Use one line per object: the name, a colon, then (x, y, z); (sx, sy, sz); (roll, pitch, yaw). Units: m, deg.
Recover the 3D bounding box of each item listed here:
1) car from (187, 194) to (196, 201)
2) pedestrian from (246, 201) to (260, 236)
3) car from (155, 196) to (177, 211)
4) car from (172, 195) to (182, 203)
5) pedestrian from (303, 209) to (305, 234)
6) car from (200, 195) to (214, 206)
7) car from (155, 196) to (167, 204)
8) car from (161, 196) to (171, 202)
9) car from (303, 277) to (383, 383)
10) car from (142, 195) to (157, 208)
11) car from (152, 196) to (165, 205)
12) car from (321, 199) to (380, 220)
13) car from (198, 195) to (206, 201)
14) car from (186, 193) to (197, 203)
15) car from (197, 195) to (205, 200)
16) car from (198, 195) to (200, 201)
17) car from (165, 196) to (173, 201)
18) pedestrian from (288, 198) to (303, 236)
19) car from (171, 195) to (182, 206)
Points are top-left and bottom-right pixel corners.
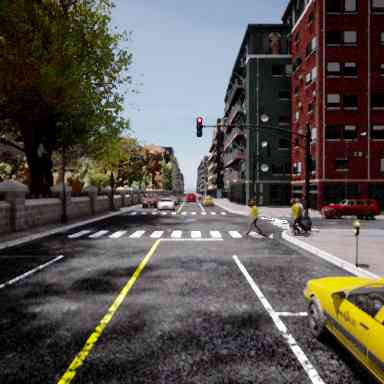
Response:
car: (-0.176, 1.289, 82.810); (2.097, 1.767, 4.553); (0, 0, 0)
pedestrian: (3.110, 1.291, 16.930); (0.375, 1.860, 0.375); (0, 0, 0)
car: (-3.156, 1.524, 41.197); (1.812, 1.442, 4.674); (0, 0, -1)
car: (-3.152, 1.482, 71.713); (1.882, 1.535, 5.008); (0, 0, 0)
pedestrian: (5.181, 1.140, 16.334); (0.375, 1.860, 0.375); (0, 0, 0)
car: (2.575, 1.528, 52.815); (1.752, 1.417, 4.829); (0, 0, 0)
car: (-5.829, 1.554, 63.697); (1.887, 1.381, 4.507); (0, 0, 0)
car: (-5.852, 1.598, 74.767); (1.802, 1.307, 4.206); (0, 0, 0)
car: (2.680, 1.524, 3.714); (1.752, 1.417, 4.829); (0, 0, 0)
car: (-5.794, 1.315, 47.091); (2.192, 1.841, 5.009); (0, 0, 0)
car: (-5.818, 1.446, 58.162); (1.967, 1.590, 4.097); (0, 0, 0)
car: (14.550, 1.585, 30.562); (5.009, 1.841, 2.192); (1, -1, 0)
car: (2.504, 1.570, 85.856); (1.887, 1.381, 4.507); (0, 0, 0)
car: (-0.153, 1.230, 72.450); (2.150, 2.045, 5.566); (0, 0, 0)
car: (2.492, 1.575, 91.391); (1.887, 1.381, 4.507); (0, 0, 0)
car: (2.563, 1.550, 58.180); (1.887, 1.381, 4.507); (0, 0, 0)
car: (-5.876, 1.607, 85.838); (1.802, 1.307, 4.206); (0, 0, 0)
pedestrian: (4.893, 1.138, 15.733); (0.375, 1.860, 0.375); (0, 0, 0)
car: (-3.199, 1.552, 55.971); (2.033, 1.411, 5.357); (0, 0, 0)
